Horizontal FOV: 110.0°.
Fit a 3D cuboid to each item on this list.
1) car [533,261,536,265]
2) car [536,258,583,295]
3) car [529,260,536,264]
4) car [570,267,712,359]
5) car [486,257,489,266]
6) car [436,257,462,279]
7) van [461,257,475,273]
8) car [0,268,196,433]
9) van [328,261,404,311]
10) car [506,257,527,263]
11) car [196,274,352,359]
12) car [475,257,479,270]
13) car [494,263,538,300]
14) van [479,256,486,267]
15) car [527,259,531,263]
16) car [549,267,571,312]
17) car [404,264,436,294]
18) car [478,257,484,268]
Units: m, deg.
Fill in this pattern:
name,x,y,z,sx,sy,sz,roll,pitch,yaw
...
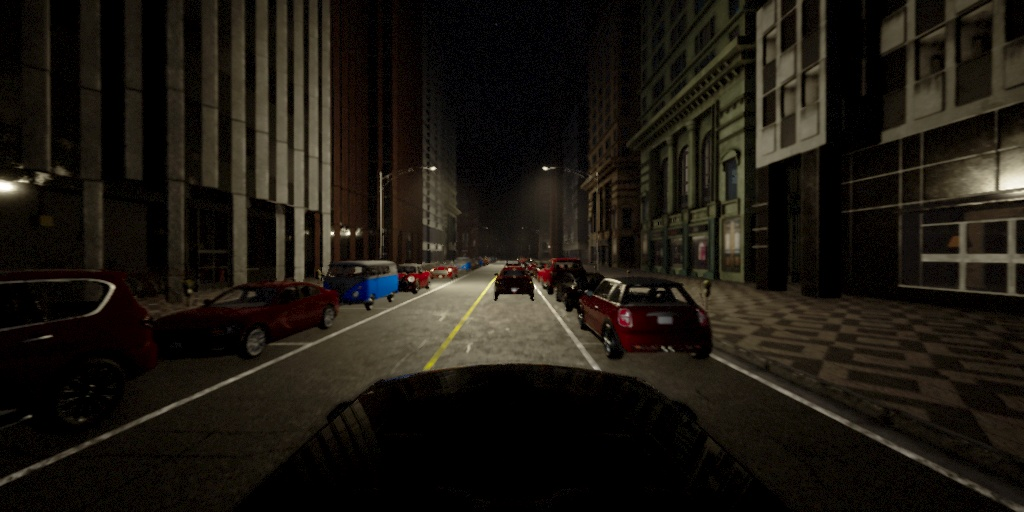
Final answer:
name,x,y,z,sx,sy,sz,roll,pitch,yaw
car,2.758,1.260,25.310,1.888,1.381,4.507,0,0,0
car,2.759,1.038,19.674,2.192,1.841,5.009,0,0,0
car,2.757,1.273,30.946,1.948,1.339,4.313,0,0,0
car,2.761,1.180,8.400,1.967,1.591,4.097,0,0,0
car,-5.774,1.105,64.755,1.967,1.591,4.097,0,0,0
car,-5.768,1.147,30.936,1.967,1.591,4.097,0,0,0
van,-5.770,1.032,42.210,1.690,1.789,3.998,0,0,0
car,-5.763,1.063,2.752,2.192,1.841,5.009,0,0,0
van,-5.765,1.073,14.026,1.690,1.789,3.998,0,0,0
car,0.092,1.191,36.296,2.128,1.511,4.902,0,0,0
car,-5.764,1.285,8.389,1.888,1.381,4.507,0,0,0
car,-5.771,1.209,47.676,1.751,1.417,4.829,0,0,0
car,0.096,1.252,17.531,1.812,1.442,4.674,0,0,0
van,-5.773,1.012,59.119,1.690,1.789,3.998,0,0,0
car,2.755,1.131,42.218,1.967,1.591,4.097,0,0,0
car,2.760,1.298,14.037,1.948,1.339,4.313,0,0,0
car,-5.766,1.163,19.663,1.967,1.591,4.097,0,0,0
car,-5.772,1.228,53.482,2.007,1.370,4.403,0,0,0
